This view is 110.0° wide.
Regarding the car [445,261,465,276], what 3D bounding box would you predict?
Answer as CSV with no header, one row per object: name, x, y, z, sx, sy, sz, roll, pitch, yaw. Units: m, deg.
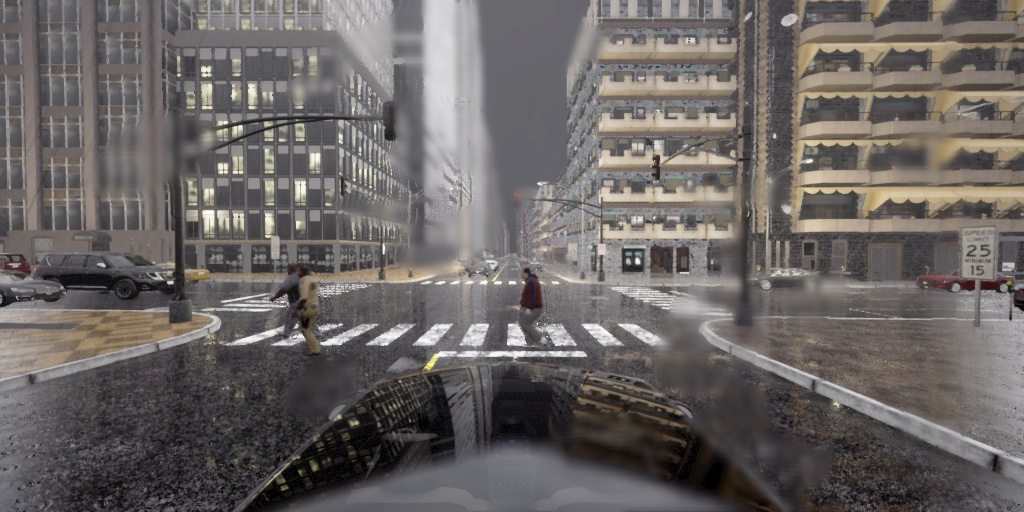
car,-5.695,1.265,36.531,1.751,1.417,4.829,0,0,0

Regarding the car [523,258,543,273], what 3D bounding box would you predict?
car,2.685,1.289,42.356,2.007,1.370,4.403,0,0,0

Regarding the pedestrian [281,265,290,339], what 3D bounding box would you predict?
pedestrian,-4.959,1.042,8.269,0.375,1.860,0.375,-1,1,0

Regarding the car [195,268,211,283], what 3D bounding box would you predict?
car,-21.669,1.029,22.380,4.829,1.417,1.751,0,0,1

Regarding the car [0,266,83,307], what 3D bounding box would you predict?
car,-20.287,1.204,14.047,4.403,1.370,2.007,0,0,1

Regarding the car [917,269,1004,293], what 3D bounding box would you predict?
car,27.372,1.461,21.734,4.507,1.381,1.888,0,0,1

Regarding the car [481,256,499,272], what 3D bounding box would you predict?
car,-3.101,0.962,46.389,2.150,2.045,5.566,0,0,0

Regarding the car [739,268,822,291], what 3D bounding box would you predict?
car,16.307,1.375,21.888,4.403,1.370,2.007,0,0,1

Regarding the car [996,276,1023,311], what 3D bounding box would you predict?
car,21.715,1.576,13.432,4.313,1.339,1.948,0,0,1

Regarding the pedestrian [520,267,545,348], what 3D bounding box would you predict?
pedestrian,0.427,1.042,7.670,0.375,1.860,0.375,-1,1,0

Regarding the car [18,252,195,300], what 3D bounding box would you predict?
car,-18.484,0.848,16.567,5.566,2.045,2.150,1,1,1

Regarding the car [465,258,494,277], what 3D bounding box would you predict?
car,-3.099,1.245,34.737,1.837,1.490,4.892,0,0,0

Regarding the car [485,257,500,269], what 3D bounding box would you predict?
car,-3.090,1.089,56.844,2.097,1.767,4.553,0,0,0

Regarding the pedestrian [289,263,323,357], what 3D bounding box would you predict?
pedestrian,-4.019,1.042,7.068,0.375,1.860,0.375,-1,1,0

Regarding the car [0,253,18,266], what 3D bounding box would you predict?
car,-33.616,0.712,22.583,5.009,1.841,2.192,0,0,1
